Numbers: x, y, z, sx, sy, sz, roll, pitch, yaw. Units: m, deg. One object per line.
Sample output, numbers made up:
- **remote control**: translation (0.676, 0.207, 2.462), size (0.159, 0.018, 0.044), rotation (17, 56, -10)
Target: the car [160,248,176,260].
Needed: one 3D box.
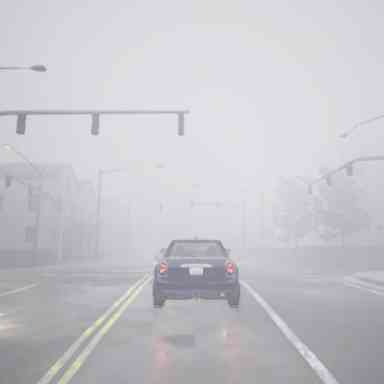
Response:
- **car**: translation (-3.596, 9.475, 50.715), size (2.097, 1.767, 4.553), rotation (0, -11, 0)

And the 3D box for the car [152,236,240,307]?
- **car**: translation (0.107, 2.070, 9.798), size (2.097, 1.767, 4.553), rotation (0, -6, 0)

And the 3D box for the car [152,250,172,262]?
- **car**: translation (-3.605, 7.879, 41.076), size (2.033, 1.411, 5.357), rotation (0, -11, 0)
